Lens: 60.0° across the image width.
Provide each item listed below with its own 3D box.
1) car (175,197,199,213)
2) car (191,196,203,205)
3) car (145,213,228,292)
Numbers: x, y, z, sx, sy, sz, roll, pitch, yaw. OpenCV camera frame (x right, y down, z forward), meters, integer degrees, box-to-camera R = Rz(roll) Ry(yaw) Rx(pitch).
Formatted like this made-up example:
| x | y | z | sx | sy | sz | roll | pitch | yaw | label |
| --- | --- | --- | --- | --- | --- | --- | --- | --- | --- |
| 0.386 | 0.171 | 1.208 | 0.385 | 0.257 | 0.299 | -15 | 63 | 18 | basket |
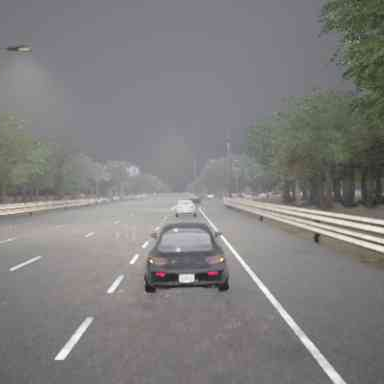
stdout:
| x | y | z | sx | sy | sz | roll | pitch | yaw | label |
| --- | --- | --- | --- | --- | --- | --- | --- | --- | --- |
| -0.592 | 1.494 | 31.568 | 1.812 | 1.442 | 4.674 | -1 | 0 | -1 | car |
| 0.662 | 1.394 | 56.796 | 1.882 | 1.535 | 5.008 | -1 | 0 | 10 | car |
| -0.149 | 1.522 | 8.801 | 1.812 | 1.442 | 4.674 | -1 | 0 | -1 | car |
